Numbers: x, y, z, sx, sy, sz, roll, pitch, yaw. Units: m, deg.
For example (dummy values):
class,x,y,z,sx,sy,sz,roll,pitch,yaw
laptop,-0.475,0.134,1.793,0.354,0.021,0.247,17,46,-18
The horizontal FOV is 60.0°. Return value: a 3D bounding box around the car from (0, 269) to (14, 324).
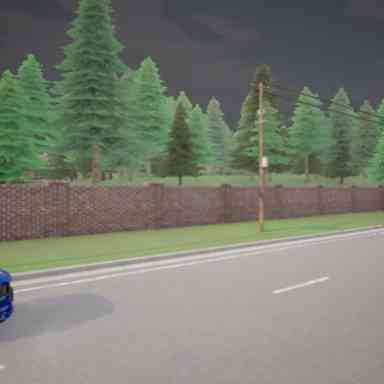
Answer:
class,x,y,z,sx,sy,sz,roll,pitch,yaw
car,-5.163,1.488,4.364,5.008,1.535,1.882,0,0,-36
